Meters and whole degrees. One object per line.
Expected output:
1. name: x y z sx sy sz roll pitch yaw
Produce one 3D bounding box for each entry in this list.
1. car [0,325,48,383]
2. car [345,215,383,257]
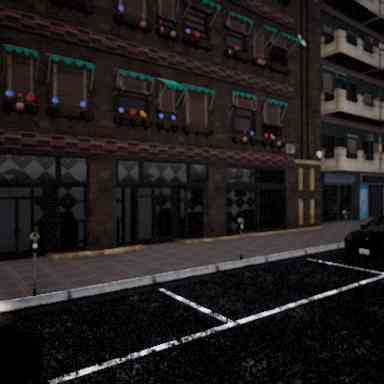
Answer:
1. car: -3.108 1.520 1.165 4.892 1.490 1.837 -1 0 -35
2. car: 7.144 1.469 11.634 4.313 1.339 1.947 -1 1 -35
